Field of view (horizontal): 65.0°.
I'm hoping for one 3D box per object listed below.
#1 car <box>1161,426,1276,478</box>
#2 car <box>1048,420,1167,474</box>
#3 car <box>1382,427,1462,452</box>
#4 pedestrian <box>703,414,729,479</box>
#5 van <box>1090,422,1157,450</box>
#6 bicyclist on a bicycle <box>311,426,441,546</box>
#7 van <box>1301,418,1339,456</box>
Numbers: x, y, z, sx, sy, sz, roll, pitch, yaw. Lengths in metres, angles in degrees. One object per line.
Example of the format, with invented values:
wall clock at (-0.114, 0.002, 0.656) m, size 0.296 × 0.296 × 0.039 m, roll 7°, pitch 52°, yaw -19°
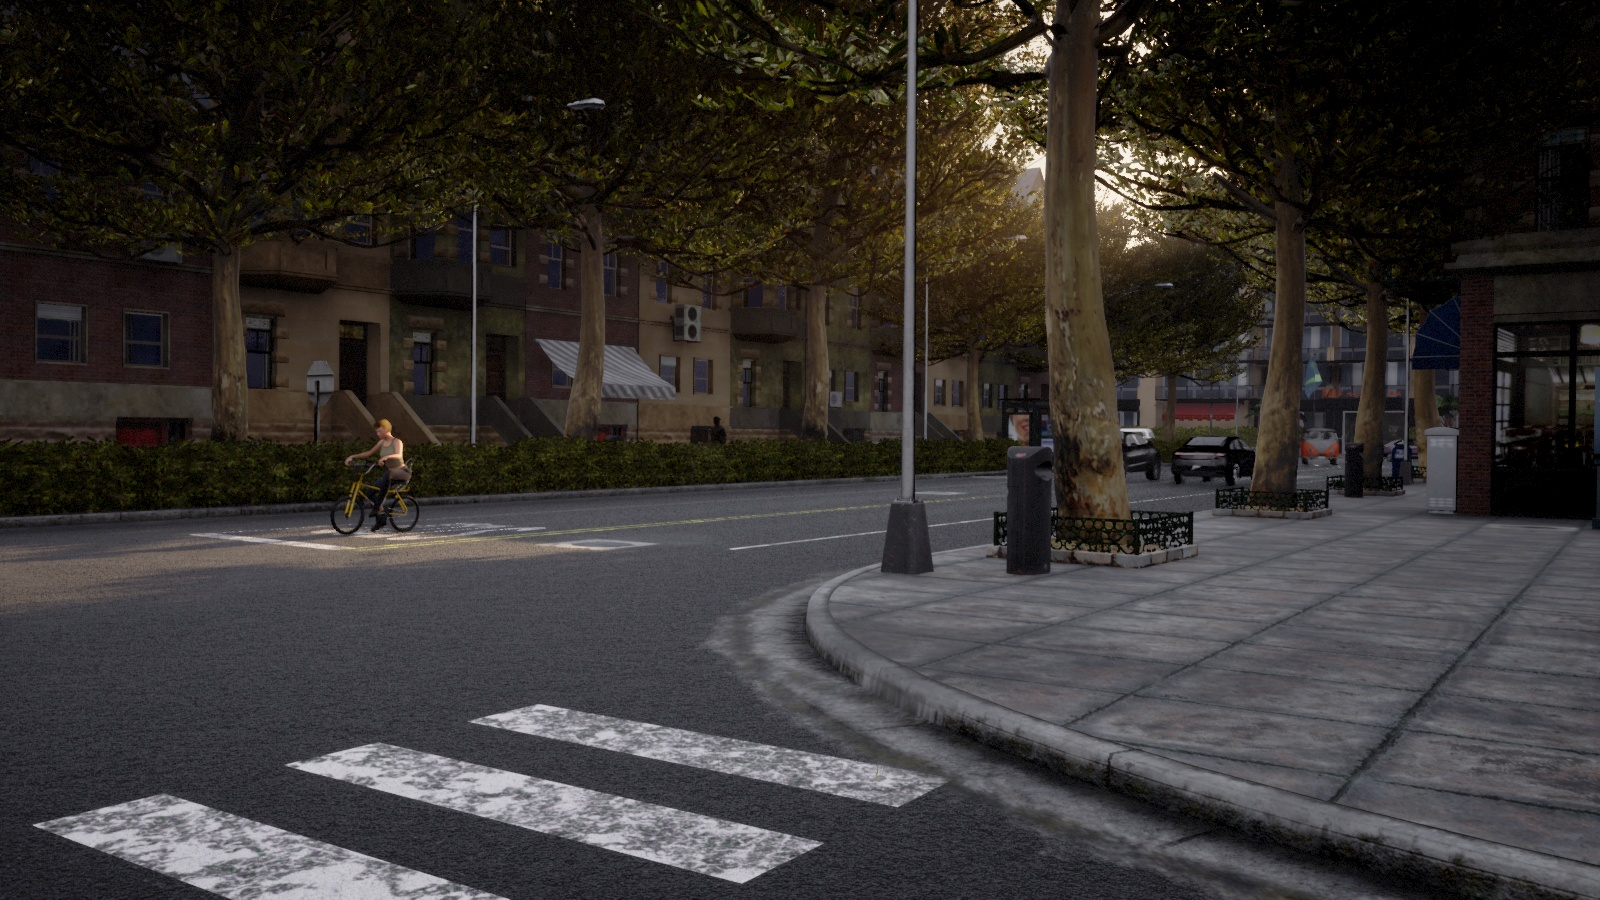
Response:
car at (13.204, 0.030, 39.434) m, size 2.128 × 1.511 × 4.902 m, roll 0°, pitch 1°, yaw 34°
car at (10.142, -0.144, 41.158) m, size 2.152 × 1.651 × 5.027 m, roll 0°, pitch 1°, yaw 34°
car at (38.170, -0.653, 77.102) m, size 4.193 × 1.474 × 1.816 m, roll 0°, pitch 1°, yaw 34°
pedestrian at (-2.503, -0.102, 37.527) m, size 0.395 × 1.930 × 0.692 m, roll 0°, pitch 1°, yaw 34°
van at (24.451, -1.062, 94.887) m, size 4.480 × 2.038 × 2.069 m, roll 0°, pitch 1°, yaw 34°
bicyclist on a bicycle at (-5.957, 0.479, 17.693) m, size 0.866 × 1.612 × 1.509 m, roll 0°, pitch 0°, yaw 34°
van at (28.087, -0.698, 67.914) m, size 1.775 × 1.987 × 4.442 m, roll 0°, pitch 1°, yaw 20°
